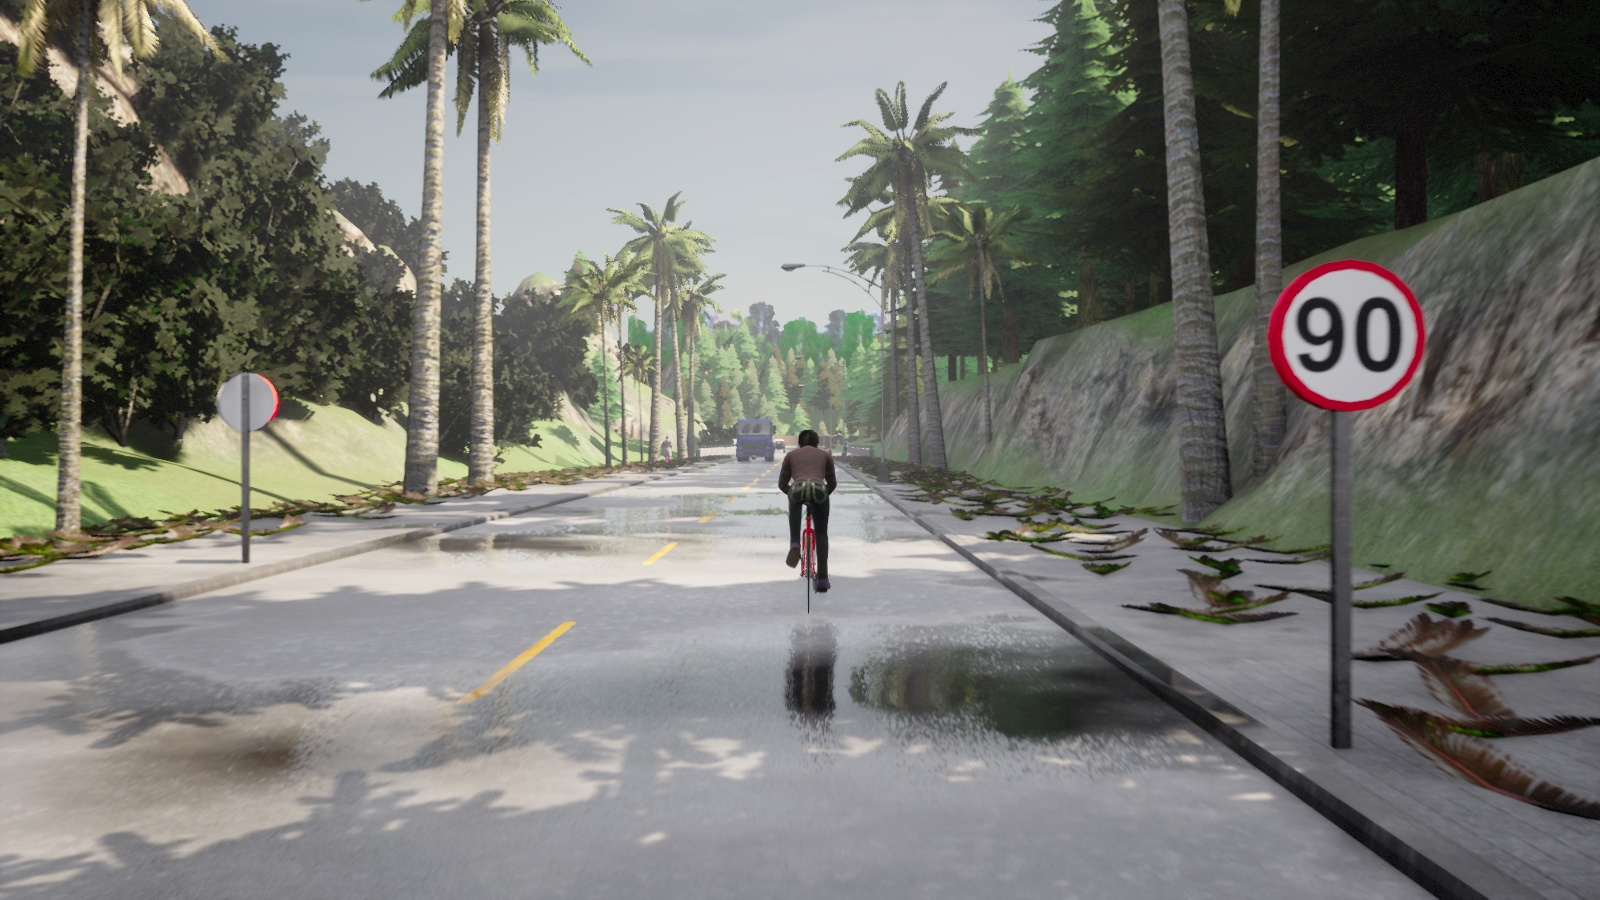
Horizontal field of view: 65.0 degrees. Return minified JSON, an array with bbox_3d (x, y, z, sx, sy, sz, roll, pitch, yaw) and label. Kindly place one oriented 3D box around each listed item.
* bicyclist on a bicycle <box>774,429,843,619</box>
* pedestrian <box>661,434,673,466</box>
[{"bbox_3d":[0.078,0.634,11.554,0.582,1.620,1.656,0,0,0],"label":"bicyclist on a bicycle"},{"bbox_3d":[-8.183,0.004,77.415,0.659,1.952,0.873,0,0,0],"label":"pedestrian"}]
